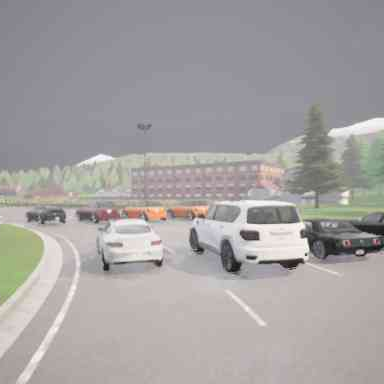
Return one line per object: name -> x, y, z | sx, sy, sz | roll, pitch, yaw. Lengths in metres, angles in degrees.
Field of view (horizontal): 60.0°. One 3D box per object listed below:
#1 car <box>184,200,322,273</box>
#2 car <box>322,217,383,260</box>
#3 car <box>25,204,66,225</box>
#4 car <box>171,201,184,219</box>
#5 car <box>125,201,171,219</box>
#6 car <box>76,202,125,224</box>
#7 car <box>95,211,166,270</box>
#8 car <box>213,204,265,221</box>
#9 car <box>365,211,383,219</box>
car -> 1.578, 1.287, 11.172 | 2.150, 2.045, 5.566 | 0, 0, -16
car -> 4.730, 1.653, 12.781 | 1.895, 1.301, 4.718 | 0, 0, -17
car -> -11.726, 1.760, 26.529 | 1.837, 1.490, 4.892 | 1, -1, -44
car -> -0.299, 1.550, 29.709 | 2.097, 1.767, 4.553 | 0, 0, -38
car -> -4.172, 1.569, 28.545 | 2.097, 1.767, 4.553 | 0, 0, -39
car -> -7.824, 1.586, 27.426 | 2.097, 1.767, 4.553 | 0, 0, -41
car -> -2.222, 1.616, 11.432 | 1.812, 1.442, 4.674 | 0, 0, -18
car -> 4.129, 1.768, 29.751 | 1.895, 1.301, 4.718 | 0, 0, -35
car -> 8.249, 1.513, 13.816 | 1.882, 1.535, 5.008 | 0, 0, -17
